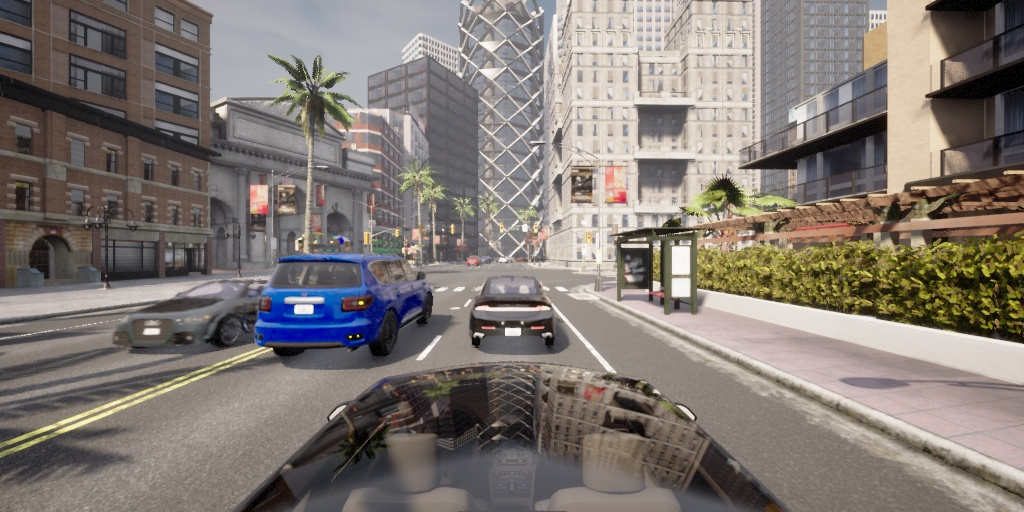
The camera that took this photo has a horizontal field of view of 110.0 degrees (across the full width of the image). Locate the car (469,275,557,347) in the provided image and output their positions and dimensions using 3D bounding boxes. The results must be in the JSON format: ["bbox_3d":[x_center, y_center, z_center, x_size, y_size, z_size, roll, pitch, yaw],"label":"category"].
[{"bbox_3d":[0.009,1.242,9.326,2.128,1.511,4.902,0,0,0],"label":"car"}]

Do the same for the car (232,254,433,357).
[{"bbox_3d":[-3.489,0.973,8.677,2.150,2.045,5.566,0,0,0],"label":"car"}]

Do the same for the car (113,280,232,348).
[{"bbox_3d":[-7.156,1.314,9.096,1.994,1.385,4.181,0,0,-1],"label":"car"}]
